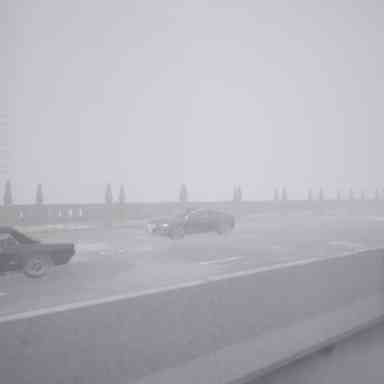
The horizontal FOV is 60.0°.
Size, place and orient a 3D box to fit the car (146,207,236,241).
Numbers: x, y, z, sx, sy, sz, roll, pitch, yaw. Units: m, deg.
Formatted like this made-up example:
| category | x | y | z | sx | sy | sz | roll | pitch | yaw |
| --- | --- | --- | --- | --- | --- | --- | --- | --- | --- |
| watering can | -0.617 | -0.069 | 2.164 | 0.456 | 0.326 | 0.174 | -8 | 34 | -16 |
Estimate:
| category | x | y | z | sx | sy | sz | roll | pitch | yaw |
| --- | --- | --- | --- | --- | --- | --- | --- | --- | --- |
| car | 0.045 | 1.513 | 16.916 | 4.902 | 1.511 | 2.128 | 0 | 0 | -35 |

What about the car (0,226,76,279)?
| category | x | y | z | sx | sy | sz | roll | pitch | yaw |
| --- | --- | --- | --- | --- | --- | --- | --- | --- | --- |
| car | -5.639 | 1.602 | 8.567 | 4.718 | 1.301 | 1.895 | 0 | 0 | -35 |
